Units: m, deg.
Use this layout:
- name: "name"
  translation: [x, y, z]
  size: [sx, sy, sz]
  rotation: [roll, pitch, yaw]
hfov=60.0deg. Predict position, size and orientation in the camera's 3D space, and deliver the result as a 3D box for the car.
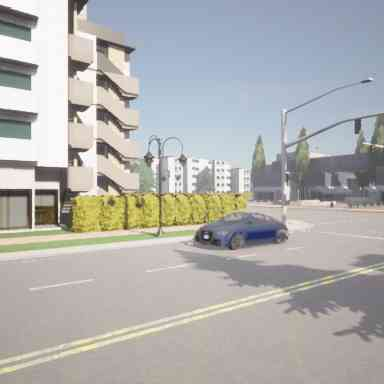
- name: "car"
  translation: [2.183, 1.564, 14.154]
  size: [4.181, 1.385, 1.994]
  rotation: [0, 0, -36]
